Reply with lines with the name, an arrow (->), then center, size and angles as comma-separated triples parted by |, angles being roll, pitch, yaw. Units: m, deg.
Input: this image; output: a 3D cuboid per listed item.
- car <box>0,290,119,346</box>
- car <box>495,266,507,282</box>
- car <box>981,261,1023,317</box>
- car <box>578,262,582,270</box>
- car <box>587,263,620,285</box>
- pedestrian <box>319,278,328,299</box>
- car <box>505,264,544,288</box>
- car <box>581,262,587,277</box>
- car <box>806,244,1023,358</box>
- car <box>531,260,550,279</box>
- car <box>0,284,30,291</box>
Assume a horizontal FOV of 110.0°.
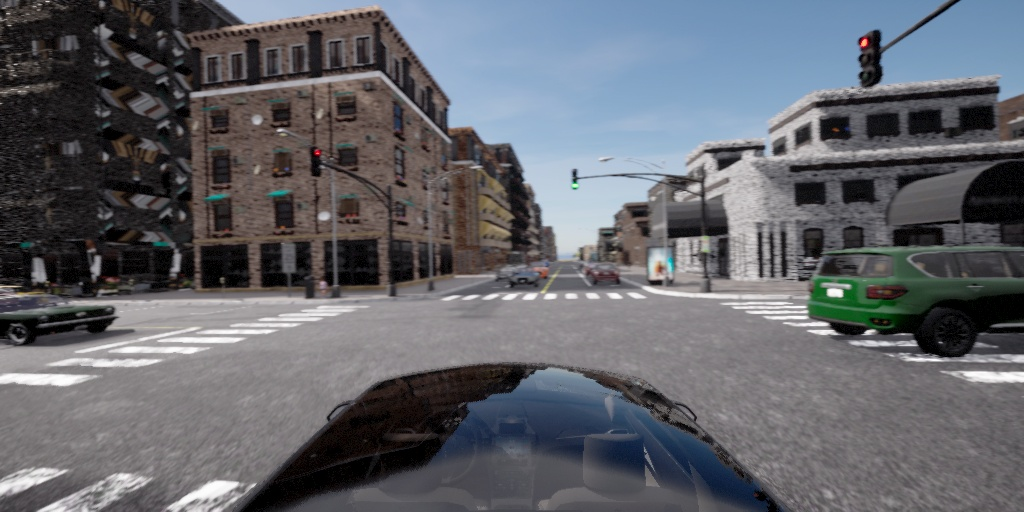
car -> -14.912, 1.857, 10.918 | 4.718, 1.301, 1.895 | -2, 0, 8
car -> -0.444, 1.657, 34.025 | 2.007, 1.370, 4.403 | 0, 0, 9
car -> 16.640, 0.871, 9.581 | 4.902, 1.511, 2.128 | -2, 0, 7
car -> 9.563, 1.484, 44.033 | 2.007, 1.370, 4.403 | 0, 0, 9
car -> 6.976, 1.259, 27.139 | 1.967, 1.591, 4.097 | 0, 0, 9
pedestrian -> -9.820, 1.657, 18.764 | 0.500, 1.100, 0.500 | -2, 0, 8
car -> 1.027, 1.546, 26.617 | 1.994, 1.385, 4.181 | -2, -1, 9
car -> 8.700, 1.477, 38.402 | 1.802, 1.307, 4.207 | 0, 0, 9
car -> 9.441, 0.792, 7.541 | 5.566, 2.045, 2.150 | -2, -1, -1
car -> 2.591, 1.401, 36.666 | 2.097, 1.767, 4.553 | -2, -1, 9
car -> -23.592, 2.039, 15.427 | 4.674, 1.442, 1.812 | -2, 0, 8
